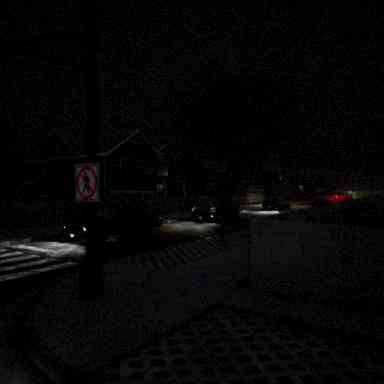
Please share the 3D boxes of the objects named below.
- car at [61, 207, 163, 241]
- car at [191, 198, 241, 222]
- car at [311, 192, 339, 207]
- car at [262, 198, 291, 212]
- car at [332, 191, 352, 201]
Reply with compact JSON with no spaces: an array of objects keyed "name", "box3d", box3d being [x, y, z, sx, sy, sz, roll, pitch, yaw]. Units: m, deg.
[{"name":"car","box3d":[-3.684,1.460,16.485,2.033,1.411,5.357,0,1,33]},{"name":"car","box3d":[1.823,1.186,24.689,2.097,1.767,4.553,0,1,34]},{"name":"car","box3d":[16.044,1.144,40.542,1.882,1.535,5.008,0,1,35]},{"name":"car","box3d":[8.935,1.293,35.234,1.994,1.385,4.181,0,1,34]},{"name":"car","box3d":[21.892,0.800,48.705,2.150,2.045,5.566,0,1,38]}]
